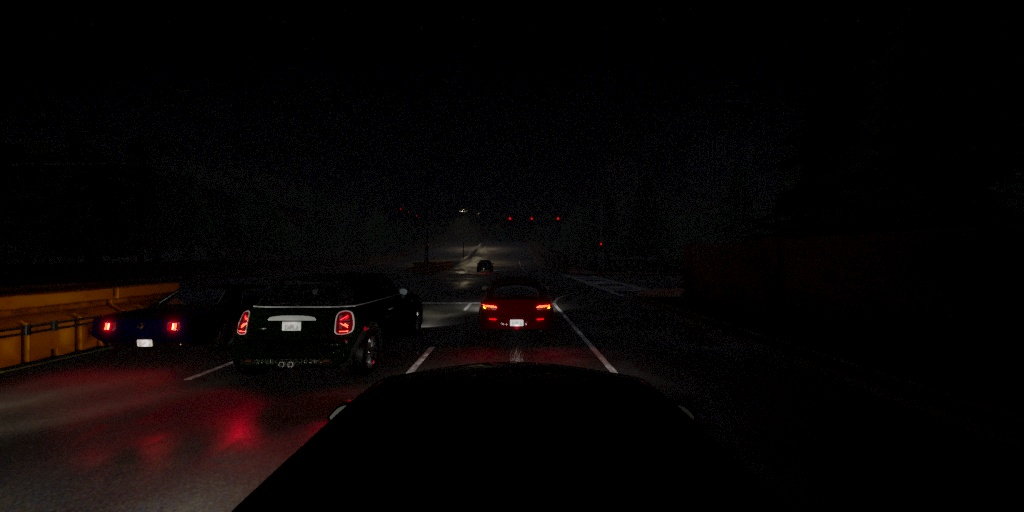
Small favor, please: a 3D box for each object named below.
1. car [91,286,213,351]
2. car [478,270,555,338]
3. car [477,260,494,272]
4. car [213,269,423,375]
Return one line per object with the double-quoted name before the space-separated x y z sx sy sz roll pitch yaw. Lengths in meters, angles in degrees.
"car" -6.897 1.351 8.963 1.895 1.301 4.718 0 0 0
"car" 0.103 1.276 10.035 1.812 1.442 4.674 0 0 0
"car" -3.383 1.255 45.479 1.837 1.490 4.892 0 0 0
"car" -3.396 1.102 7.647 2.097 1.767 4.553 0 0 0
